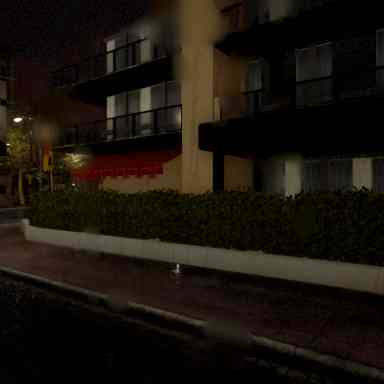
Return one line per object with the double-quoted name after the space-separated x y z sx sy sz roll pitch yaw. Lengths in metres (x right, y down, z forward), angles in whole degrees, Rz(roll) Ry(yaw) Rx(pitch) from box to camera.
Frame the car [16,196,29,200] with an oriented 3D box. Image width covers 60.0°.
-36.129 1.481 67.948 4.892 1.521 2.231 0 0 36 "car"
